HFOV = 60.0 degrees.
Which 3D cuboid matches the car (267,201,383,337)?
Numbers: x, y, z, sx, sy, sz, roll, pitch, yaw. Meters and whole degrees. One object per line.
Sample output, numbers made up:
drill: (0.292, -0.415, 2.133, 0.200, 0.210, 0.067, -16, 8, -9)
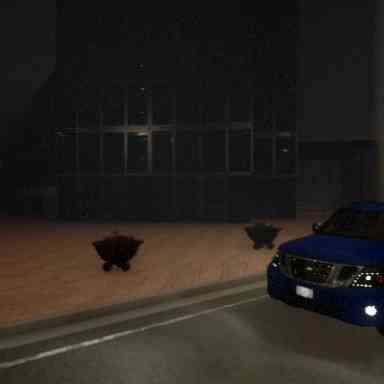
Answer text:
car: (4.033, 1.230, 6.857, 5.566, 2.045, 2.150, 0, 0, -35)
